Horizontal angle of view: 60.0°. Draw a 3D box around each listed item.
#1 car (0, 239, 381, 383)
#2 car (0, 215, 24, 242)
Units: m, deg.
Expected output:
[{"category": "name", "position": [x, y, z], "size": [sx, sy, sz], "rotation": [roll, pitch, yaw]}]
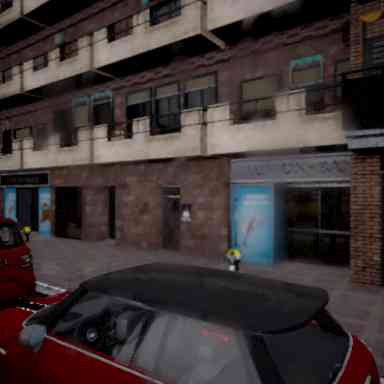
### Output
[{"category": "car", "position": [-0.496, 1.446, 3.228], "size": [4.097, 1.590, 1.967], "rotation": [0, 0, 36]}, {"category": "car", "position": [-5.080, 1.337, 6.497], "size": [5.009, 1.841, 2.192], "rotation": [0, 0, 36]}]
